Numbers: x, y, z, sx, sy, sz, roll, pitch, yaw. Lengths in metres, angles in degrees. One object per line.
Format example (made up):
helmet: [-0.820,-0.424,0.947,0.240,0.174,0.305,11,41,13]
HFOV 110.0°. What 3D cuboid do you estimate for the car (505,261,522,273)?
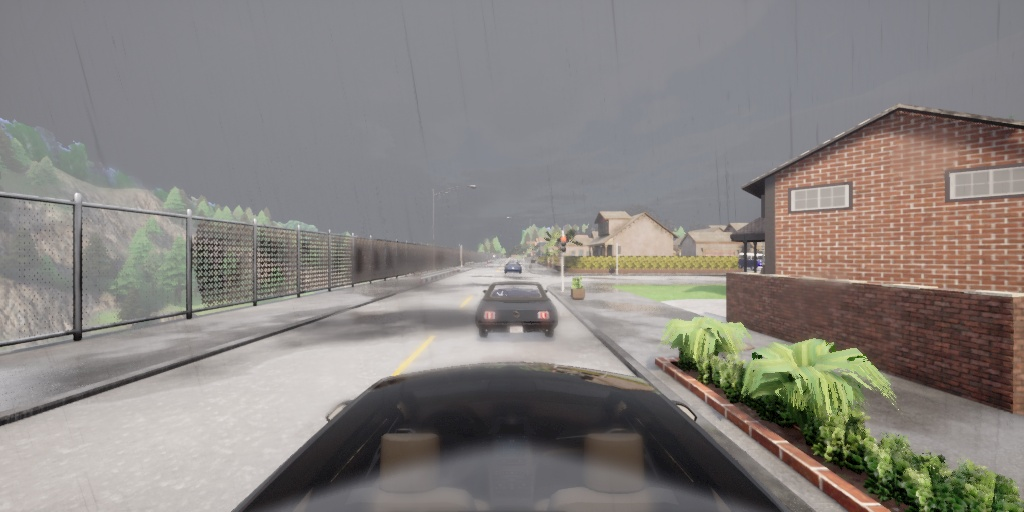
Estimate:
car: [0.142,1.313,42.852,1.994,1.385,4.181,0,0,1]

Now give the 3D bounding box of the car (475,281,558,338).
car: [0.109,1.351,10.206,1.895,1.301,4.718,0,0,0]
